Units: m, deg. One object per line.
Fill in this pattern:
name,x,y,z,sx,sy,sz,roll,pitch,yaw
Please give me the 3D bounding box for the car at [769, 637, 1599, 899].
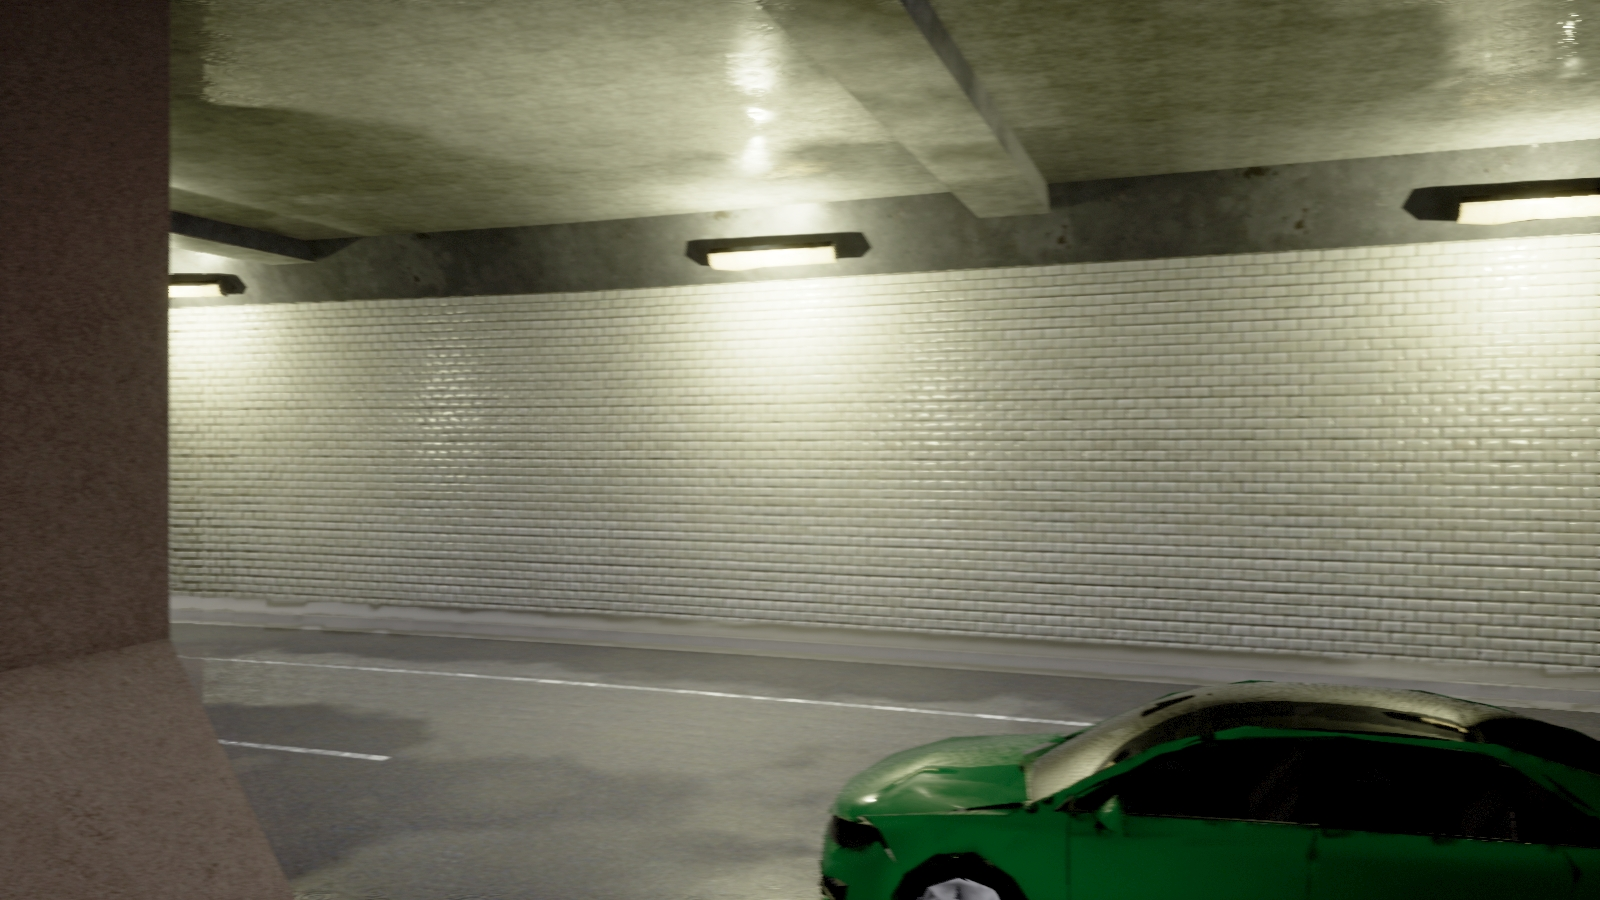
car,2.522,2.061,6.151,4.892,1.480,2.231,0,0,20
